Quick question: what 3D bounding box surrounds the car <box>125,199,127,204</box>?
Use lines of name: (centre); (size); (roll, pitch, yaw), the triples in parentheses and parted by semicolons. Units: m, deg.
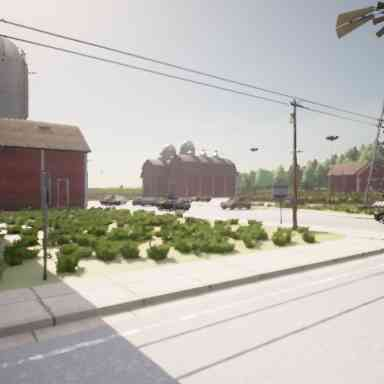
car: (-13.142, 1.494, 59.142); (1.812, 1.442, 4.674); (0, 0, -37)

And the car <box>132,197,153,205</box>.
car: (-7.419, 1.516, 51.492); (2.033, 1.411, 5.357); (0, 0, -36)

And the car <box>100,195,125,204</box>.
car: (-12.963, 1.639, 53.017); (1.895, 1.301, 4.718); (0, 0, -37)

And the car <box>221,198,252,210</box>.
car: (5.559, 1.467, 41.550); (4.193, 1.474, 1.816); (0, 0, -36)

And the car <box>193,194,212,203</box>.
car: (1.827, 1.255, 68.147); (4.605, 1.855, 1.932); (0, 0, -36)

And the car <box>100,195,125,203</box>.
car: (-17.145, 1.443, 71.638); (4.611, 1.667, 2.242); (0, 0, -36)

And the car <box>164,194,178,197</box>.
car: (-2.858, 1.276, 52.098); (3.866, 1.878, 1.905); (0, 0, -36)

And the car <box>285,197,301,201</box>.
car: (15.240, 1.465, 50.107); (3.905, 1.438, 1.784); (0, 0, -36)

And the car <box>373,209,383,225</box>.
car: (14.611, 1.458, 21.886); (2.128, 1.511, 4.902); (0, 0, -34)

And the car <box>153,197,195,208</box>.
car: (-2.152, 1.573, 38.246); (1.895, 1.301, 4.718); (0, 0, -36)
